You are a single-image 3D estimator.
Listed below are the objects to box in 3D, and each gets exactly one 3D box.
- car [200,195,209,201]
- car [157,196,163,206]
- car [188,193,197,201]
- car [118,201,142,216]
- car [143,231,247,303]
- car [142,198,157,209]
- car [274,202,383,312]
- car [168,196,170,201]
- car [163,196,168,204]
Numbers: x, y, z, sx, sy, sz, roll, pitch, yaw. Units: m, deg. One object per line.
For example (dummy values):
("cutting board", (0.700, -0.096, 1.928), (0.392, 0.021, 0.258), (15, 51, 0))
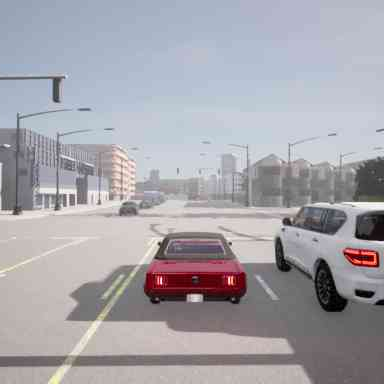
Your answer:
("car", (3.520, 1.521, 89.196), (2.097, 1.767, 4.553), (0, -1, 0))
("car", (-7.044, 1.902, 63.006), (1.812, 1.442, 4.674), (0, 1, 1))
("car", (0.020, 1.387, 88.843), (2.150, 2.045, 5.566), (0, -1, 0))
("car", (-6.716, 1.777, 35.573), (1.837, 1.490, 4.892), (0, -1, -5))
("car", (0.071, 1.617, 8.168), (1.895, 1.301, 4.718), (0, 0, 0))
("car", (-7.081, 1.901, 51.512), (2.128, 1.511, 4.902), (0, -1, 0))
("car", (3.565, 1.234, 7.875), (2.150, 2.045, 5.566), (0, 0, 0))
("car", (-6.980, 1.770, 89.968), (1.895, 1.301, 4.718), (0, 0, 0))
("car", (-6.984, 1.592, 73.243), (2.097, 1.767, 4.553), (0, 1, 0))
